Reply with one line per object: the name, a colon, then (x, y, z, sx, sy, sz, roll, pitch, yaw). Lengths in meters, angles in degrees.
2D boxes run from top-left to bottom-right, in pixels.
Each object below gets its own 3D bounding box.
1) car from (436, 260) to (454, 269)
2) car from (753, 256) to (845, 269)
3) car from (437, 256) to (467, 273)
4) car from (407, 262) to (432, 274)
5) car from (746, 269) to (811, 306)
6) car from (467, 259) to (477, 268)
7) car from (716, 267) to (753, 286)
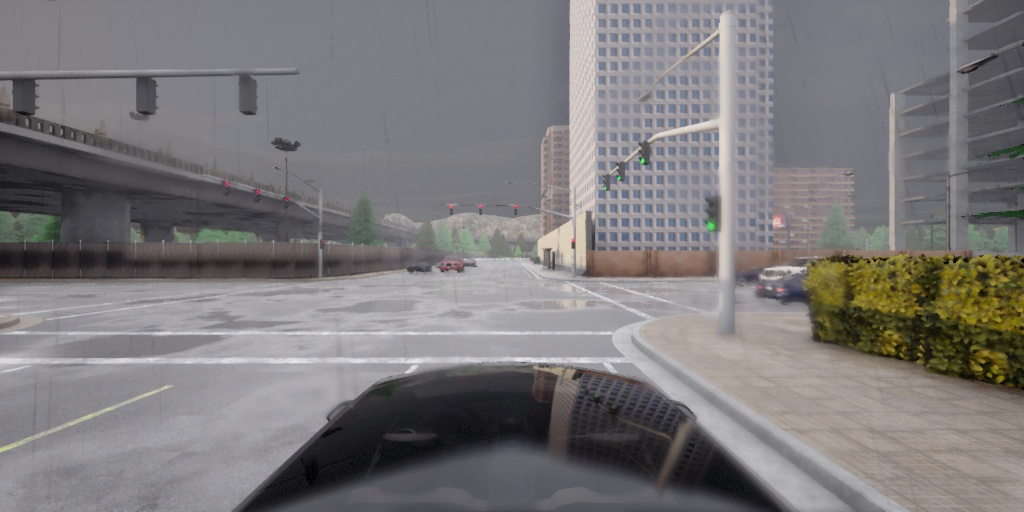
car: (-10.592, 1.347, 56.744, 1.895, 1.301, 4.718, 0, 0, 0)
car: (18.309, 1.023, 21.794, 5.566, 2.045, 2.150, 0, 0, 0)
car: (-7.096, 0.969, 42.929, 2.150, 2.045, 5.566, 0, 0, 0)
car: (-10.600, 1.348, 41.312, 1.895, 1.301, 4.718, 0, 0, 0)
car: (13.053, 1.389, 14.710, 5.357, 1.411, 2.033, 0, 0, 0)
car: (-7.076, 1.223, 60.782, 1.882, 1.535, 5.008, 0, 0, 0)
car: (17.124, 1.404, 25.289, 4.718, 1.301, 1.895, 0, 0, 0)
